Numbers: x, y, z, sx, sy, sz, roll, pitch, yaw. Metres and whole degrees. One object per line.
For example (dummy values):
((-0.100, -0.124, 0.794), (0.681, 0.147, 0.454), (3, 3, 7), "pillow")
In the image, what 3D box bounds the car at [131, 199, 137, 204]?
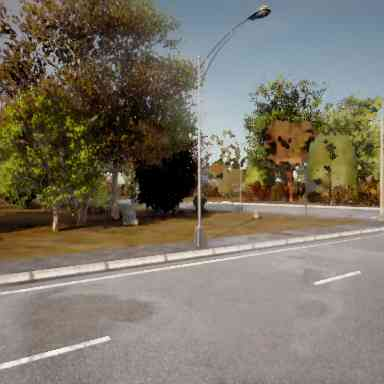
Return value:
((-9.320, 1.537, 59.894), (1.994, 1.385, 4.181), (0, 0, -38), "car")
